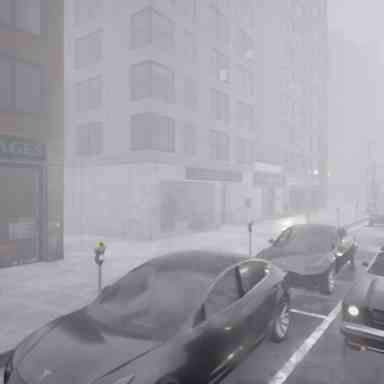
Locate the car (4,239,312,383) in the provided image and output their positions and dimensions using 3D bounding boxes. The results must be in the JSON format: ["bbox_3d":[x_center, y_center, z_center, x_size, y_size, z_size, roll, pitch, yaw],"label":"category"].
[{"bbox_3d":[-0.077,1.566,4.442,1.947,1.339,4.313,0,0,36],"label":"car"}]

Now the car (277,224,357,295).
[{"bbox_3d":[3.197,1.566,8.893,1.947,1.339,4.313,0,0,36],"label":"car"}]

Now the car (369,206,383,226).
[{"bbox_3d":[13.017,1.581,22.246,1.802,1.307,4.206,0,0,36],"label":"car"}]

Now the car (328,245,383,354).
[{"bbox_3d":[3.909,1.601,5.543,1.895,1.301,4.718,0,0,36],"label":"car"}]
